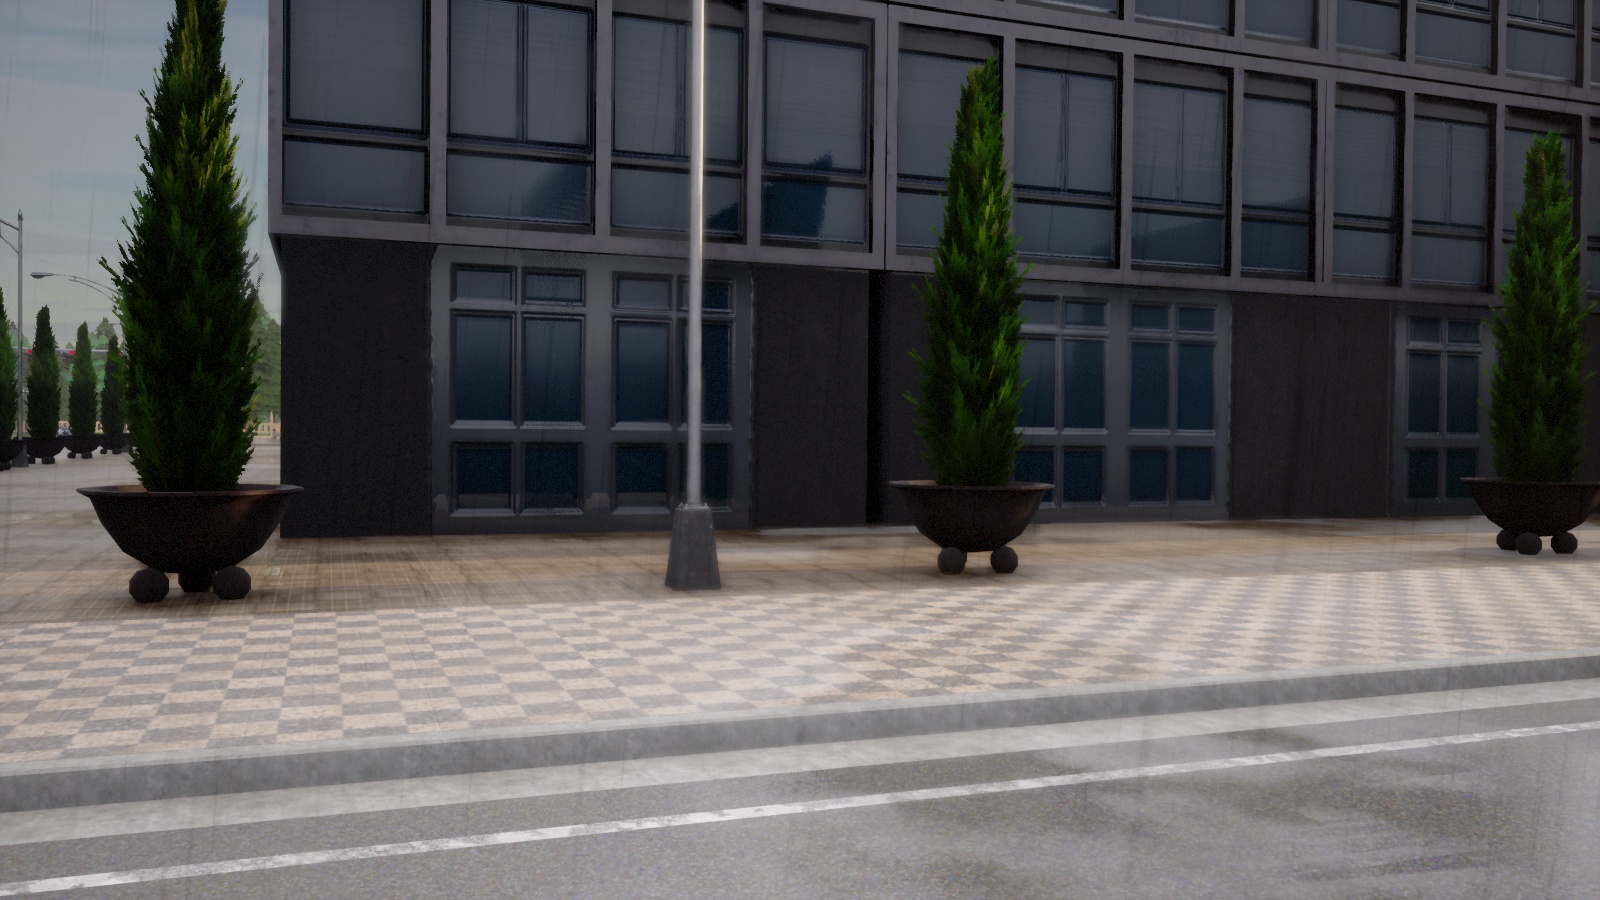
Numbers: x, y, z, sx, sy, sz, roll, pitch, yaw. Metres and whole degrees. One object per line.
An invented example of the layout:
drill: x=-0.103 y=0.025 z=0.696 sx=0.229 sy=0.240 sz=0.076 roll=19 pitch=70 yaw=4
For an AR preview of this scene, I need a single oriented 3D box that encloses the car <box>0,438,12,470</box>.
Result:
car: x=-38.497 y=0.209 z=58.691 sx=1.837 sy=1.490 sz=4.892 roll=-1 pitch=1 yaw=-20
